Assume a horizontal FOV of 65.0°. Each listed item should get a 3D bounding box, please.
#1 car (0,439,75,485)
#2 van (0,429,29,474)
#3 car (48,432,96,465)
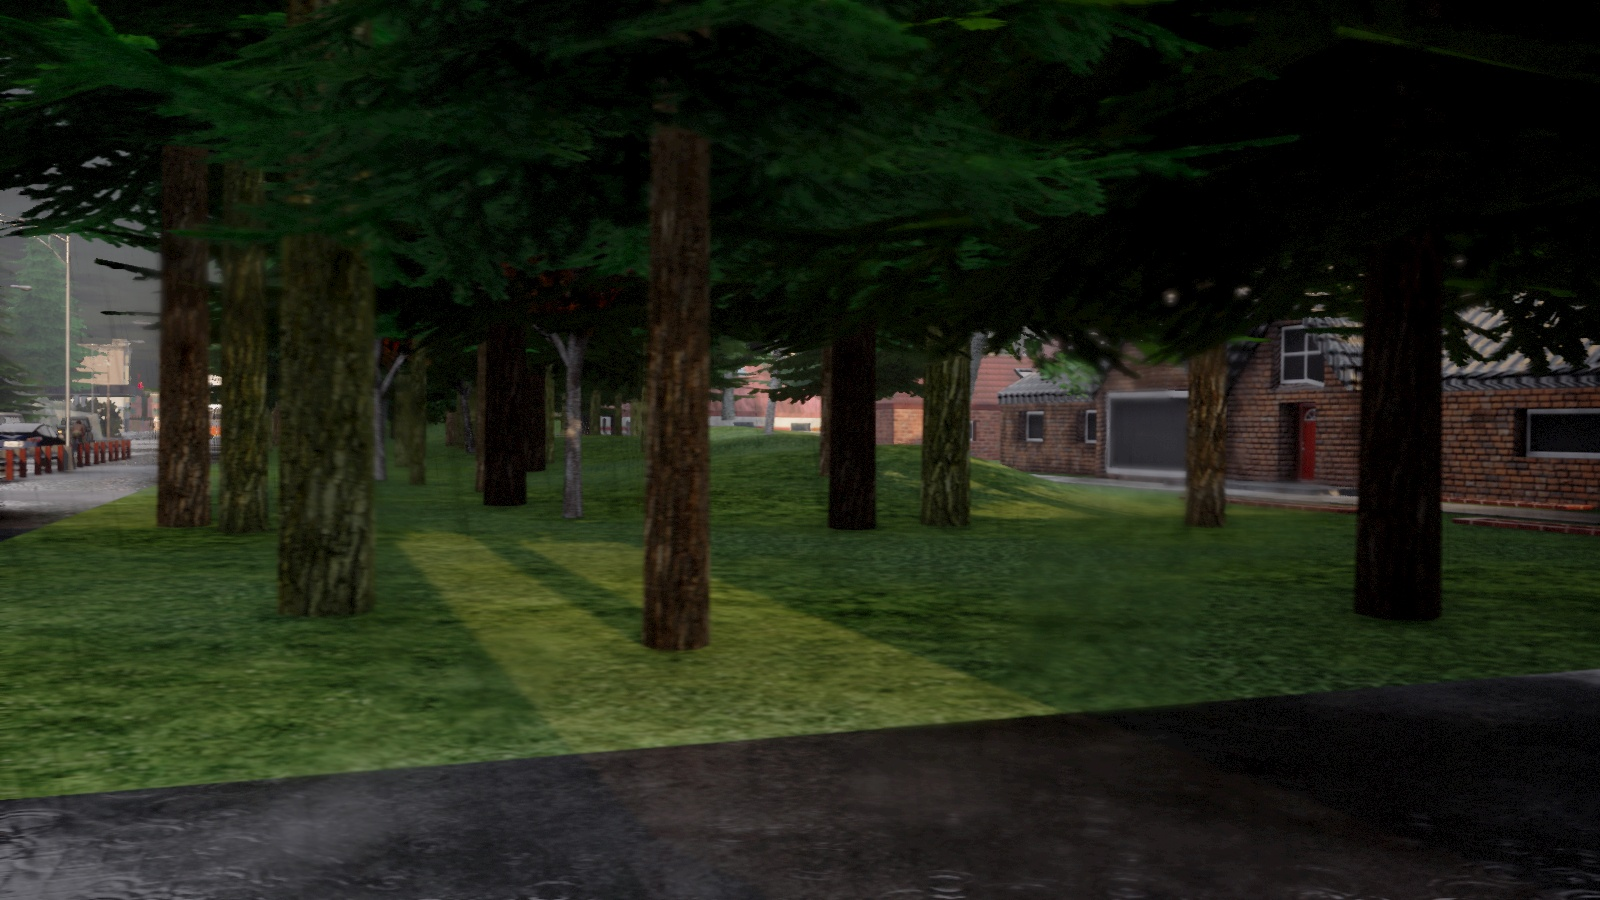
[{"bbox_3d":[-27.511,0.389,44.743,2.163,1.488,4.792,-1,1,-21],"label":"car"},{"bbox_3d":[-36.495,0.047,56.931,1.775,1.987,4.442,-1,1,-21],"label":"van"},{"bbox_3d":[-43.444,-0.121,75.003,1.905,1.878,3.866,-1,1,-21],"label":"car"}]
